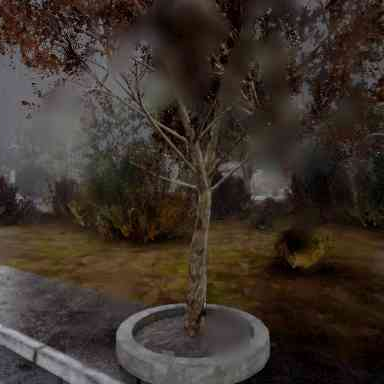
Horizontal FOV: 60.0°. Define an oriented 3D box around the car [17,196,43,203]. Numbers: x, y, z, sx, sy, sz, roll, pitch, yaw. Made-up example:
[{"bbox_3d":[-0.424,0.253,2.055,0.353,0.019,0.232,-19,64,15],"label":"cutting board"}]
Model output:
[{"bbox_3d":[-22.056,1.217,44.826,2.033,1.411,5.357,1,0,32],"label":"car"}]
